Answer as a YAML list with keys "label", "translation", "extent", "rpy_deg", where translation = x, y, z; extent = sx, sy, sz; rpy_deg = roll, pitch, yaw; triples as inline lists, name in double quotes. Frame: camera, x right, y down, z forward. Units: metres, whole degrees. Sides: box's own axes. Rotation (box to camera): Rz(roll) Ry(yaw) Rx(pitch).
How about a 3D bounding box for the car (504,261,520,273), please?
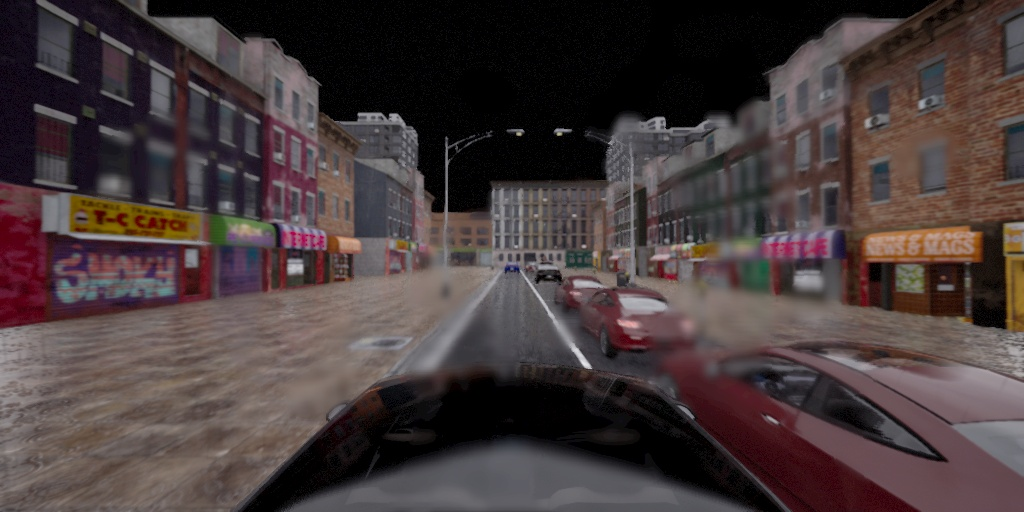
- label: "car"
  translation: [0.033, 1.455, 47.139]
  extent: [1.882, 1.535, 5.008]
  rpy_deg: [0, 0, 0]

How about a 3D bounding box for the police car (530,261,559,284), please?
- label: "police car"
  translation: [2.756, 1.304, 28.888]
  extent: [1.930, 1.638, 5.238]
  rpy_deg: [0, 0, 0]

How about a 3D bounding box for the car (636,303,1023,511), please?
- label: "car"
  translation: [2.640, 1.337, 2.829]
  extent: [1.802, 1.307, 4.207]
  rpy_deg: [0, 0, 0]

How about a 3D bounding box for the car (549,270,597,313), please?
- label: "car"
  translation: [2.642, 1.386, 13.836]
  extent: [1.802, 1.307, 4.207]
  rpy_deg: [0, 0, 0]

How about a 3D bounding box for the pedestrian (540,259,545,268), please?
- label: "pedestrian"
  translation: [2.756, 1.188, 31.904]
  extent: [0.375, 1.860, 0.375]
  rpy_deg: [0, -1, 0]

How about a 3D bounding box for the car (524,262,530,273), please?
- label: "car"
  translation: [2.647, 1.415, 46.857]
  extent: [1.967, 1.591, 4.097]
  rpy_deg: [0, 0, 0]

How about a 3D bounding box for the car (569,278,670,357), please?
- label: "car"
  translation: [2.641, 1.361, 8.333]
  extent: [1.802, 1.307, 4.207]
  rpy_deg: [0, 0, 0]
